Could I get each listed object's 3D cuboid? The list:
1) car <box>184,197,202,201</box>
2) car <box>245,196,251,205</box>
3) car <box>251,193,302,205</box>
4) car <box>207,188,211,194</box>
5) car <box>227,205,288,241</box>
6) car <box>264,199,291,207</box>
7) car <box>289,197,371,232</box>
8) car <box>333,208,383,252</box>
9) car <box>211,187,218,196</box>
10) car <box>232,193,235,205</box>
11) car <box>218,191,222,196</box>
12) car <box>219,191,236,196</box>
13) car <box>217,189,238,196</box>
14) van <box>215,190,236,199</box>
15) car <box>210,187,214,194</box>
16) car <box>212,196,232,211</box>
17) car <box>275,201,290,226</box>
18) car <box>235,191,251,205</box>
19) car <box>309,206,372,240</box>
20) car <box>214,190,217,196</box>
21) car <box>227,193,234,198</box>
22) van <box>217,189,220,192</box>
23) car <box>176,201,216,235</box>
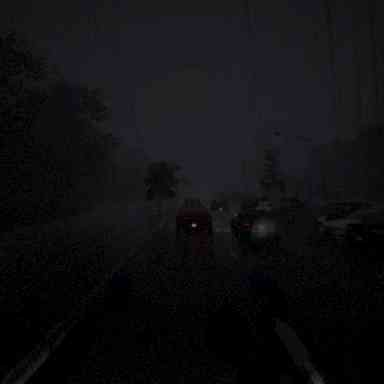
[{"bbox_3d":[0.094,1.346,39.423,2.128,1.511,4.902,0,1,0],"label":"car"},{"bbox_3d":[7.893,1.433,30.225,5.366,1.575,1.946,1,1,-20],"label":"car"},{"bbox_3d":[8.094,1.208,27.296,5.566,2.045,2.435,1,0,-20],"label":"car"},{"bbox_3d":[7.884,0.496,93.080,5.366,1.575,1.946,0,2,-20],"label":"car"},{"bbox_3d":[3.097,1.570,16.642,1.994,1.385,4.181,0,0,0],"label":"car"},{"bbox_3d":[8.092,1.504,24.298,4.792,1.488,2.163,1,0,-20],"label":"car"},{"bbox_3d":[8.099,1.366,18.284,4.553,1.767,2.185,1,0,-20],"label":"car"},{"bbox_3d":[8.061,1.493,12.273,5.008,1.535,2.097,1,0,-20],"label":"car"},{"bbox_3d":[8.037,0.562,75.227,5.566,2.045,2.435,0,1,-20],"label":"car"},{"bbox_3d":[8.235,1.305,42.371,5.366,1.575,1.946,1,1,-20],"label":"car"},{"bbox_3d":[8.056,1.033,63.317,4.674,1.452,2.002,0,1,-20],"label":"car"},{"bbox_3d":[8.035,1.068,60.299,4.792,1.488,2.163,0,1,-20],"label":"car"},{"bbox_3d":[8.032,0.822,66.287,4.553,1.767,2.185,0,1,-20],"label":"car"},{"bbox_3d":[7.953,0.542,78.180,4.442,1.987,1.878,0,1,-20],"label":"van"},{"bbox_3d":[8.087,0.472,81.223,5.566,2.045,2.435,0,1,-20],"label":"car"},{"bbox_3d":[3.094,1.470,38.312,1.895,1.301,4.718,0,1,0],"label":"car"},{"bbox_3d":[8.069,1.529,21.273,4.674,1.452,2.002,1,1,-20],"label":"car"},{"bbox_3d":[8.042,1.133,36.276,5.566,2.045,2.435,1,1,-20],"label":"car"},{"bbox_3d":[8.070,1.534,15.273,4.674,1.452,2.002,1,0,-20],"label":"car"},{"bbox_3d":[8.053,0.860,72.263,4.892,1.521,2.231,1,1,-20],"label":"car"},{"bbox_3d":[8.037,1.248,48.294,4.792,1.488,2.163,1,1,-20],"label":"car"},{"bbox_3d":[8.171,0.679,69.320,4.442,1.987,1.878,0,1,-20],"label":"van"},{"bbox_3d":[0.097,1.481,18.822,1.882,1.535,5.008,0,0,0],"label":"car"}]
